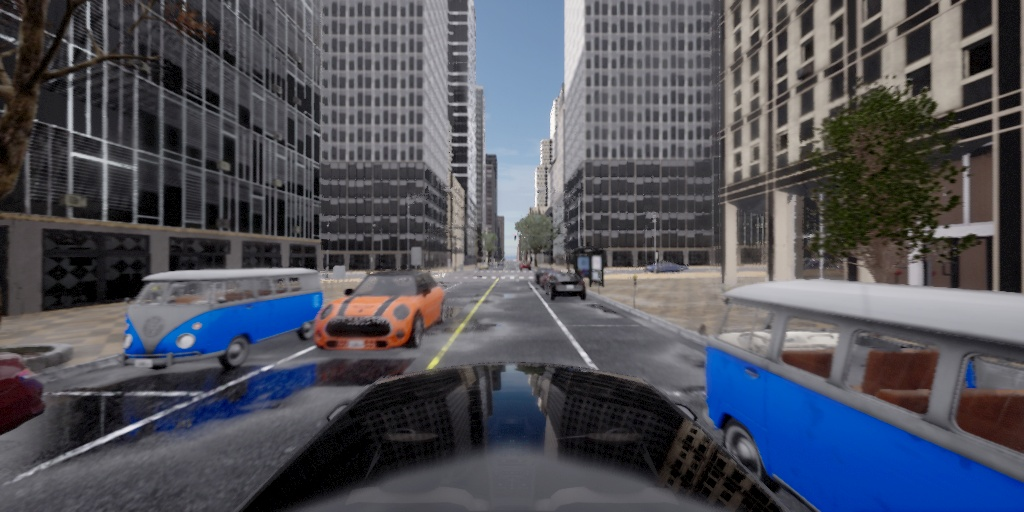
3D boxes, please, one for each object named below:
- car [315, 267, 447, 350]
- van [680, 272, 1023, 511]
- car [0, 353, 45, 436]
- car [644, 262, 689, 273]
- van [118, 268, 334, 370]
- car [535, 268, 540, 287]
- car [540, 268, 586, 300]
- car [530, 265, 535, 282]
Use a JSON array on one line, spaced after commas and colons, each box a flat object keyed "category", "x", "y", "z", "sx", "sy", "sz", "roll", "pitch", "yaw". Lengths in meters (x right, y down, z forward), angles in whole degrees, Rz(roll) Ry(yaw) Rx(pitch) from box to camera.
[{"category": "car", "x": -3.099, "y": 1.194, "z": 9.397, "sx": 2.097, "sy": 1.767, "sz": 4.553, "roll": 0, "pitch": -1, "yaw": 0}, {"category": "van", "x": 2.688, "y": 1.094, "z": 1.949, "sx": 1.690, "sy": 1.789, "sz": 3.998, "roll": 0, "pitch": 0, "yaw": 0}, {"category": "car", "x": -5.692, "y": 1.335, "z": 1.953, "sx": 1.802, "sy": 1.307, "sz": 4.207, "roll": 0, "pitch": 0, "yaw": 0}, {"category": "car", "x": 20.217, "y": 1.512, "z": 46.952, "sx": 5.357, "sy": 1.411, "sz": 2.033, "roll": -1, "pitch": 0, "yaw": -1}, {"category": "van", "x": -5.689, "y": 1.162, "z": 7.636, "sx": 1.690, "sy": 1.789, "sz": 3.998, "roll": 0, "pitch": 0, "yaw": 0}, {"category": "car", "x": 2.810, "y": 1.604, "z": 24.680, "sx": 1.802, "sy": 1.307, "sz": 4.207, "roll": 0, "pitch": 0, "yaw": 0}, {"category": "car", "x": 2.749, "y": 1.521, "z": 18.998, "sx": 1.948, "sy": 1.339, "sz": 4.313, "roll": 0, "pitch": 0, "yaw": 0}, {"category": "car", "x": 2.830, "y": 1.655, "z": 30.366, "sx": 1.948, "sy": 1.339, "sz": 4.313, "roll": 0, "pitch": 0, "yaw": 0}]
